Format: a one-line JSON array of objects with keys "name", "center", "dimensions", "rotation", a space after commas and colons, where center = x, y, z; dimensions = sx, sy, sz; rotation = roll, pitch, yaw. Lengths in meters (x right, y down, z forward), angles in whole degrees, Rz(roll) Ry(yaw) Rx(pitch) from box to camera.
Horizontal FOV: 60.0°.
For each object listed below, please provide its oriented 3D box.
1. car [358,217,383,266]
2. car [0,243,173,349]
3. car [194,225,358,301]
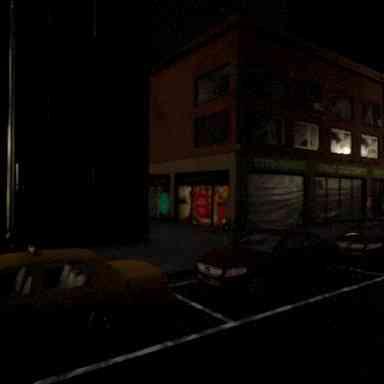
[{"name": "car", "center": [6.498, 1.545, 11.330], "dimensions": [4.206, 1.307, 1.802], "rotation": [0, 1, -35]}, {"name": "car", "center": [-2.617, 1.494, 4.899], "dimensions": [4.829, 1.417, 1.752], "rotation": [0, 1, -35]}, {"name": "car", "center": [2.010, 1.547, 8.164], "dimensions": [4.206, 1.307, 1.802], "rotation": [0, 1, -35]}]
